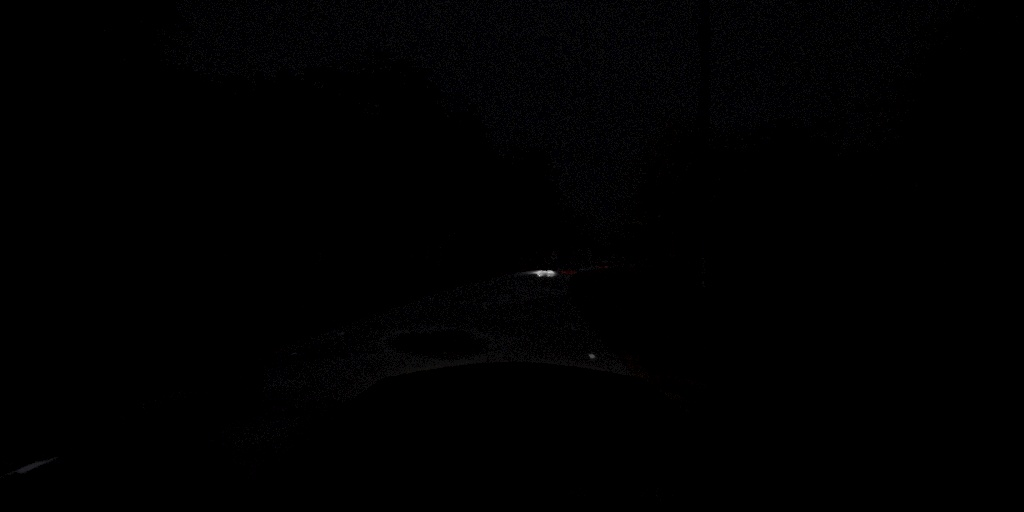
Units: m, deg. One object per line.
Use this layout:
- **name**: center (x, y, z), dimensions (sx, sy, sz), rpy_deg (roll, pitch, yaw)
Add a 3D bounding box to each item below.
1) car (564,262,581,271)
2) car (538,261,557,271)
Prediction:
- **car**: center (9.058, 1.475, 53.339), dimensions (1.895, 1.301, 4.718), rpy_deg (0, 0, 19)
- **car**: center (5.208, 1.444, 52.024), dimensions (1.895, 1.301, 4.718), rpy_deg (0, 0, 18)
